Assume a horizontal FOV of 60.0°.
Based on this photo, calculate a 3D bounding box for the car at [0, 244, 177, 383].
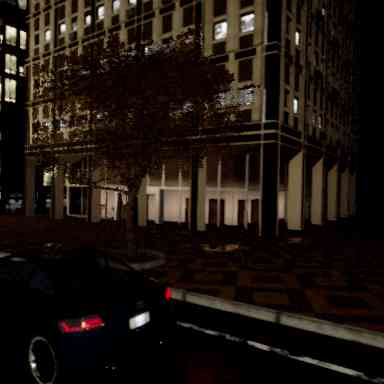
[{"bbox_3d":[-2.284,1.561,5.301,4.181,1.385,1.994,0,0,35],"label":"car"}]
